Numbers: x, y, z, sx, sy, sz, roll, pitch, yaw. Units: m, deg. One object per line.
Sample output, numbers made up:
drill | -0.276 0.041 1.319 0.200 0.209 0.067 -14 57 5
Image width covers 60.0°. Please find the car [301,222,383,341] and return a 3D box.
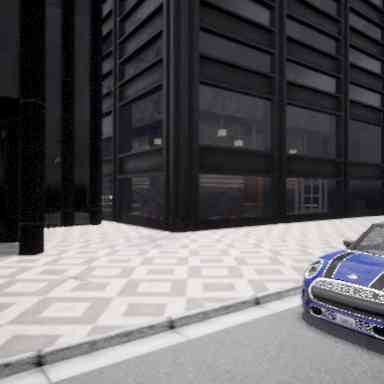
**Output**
car | 4.151 1.355 6.323 4.553 1.767 2.097 0 0 -35
